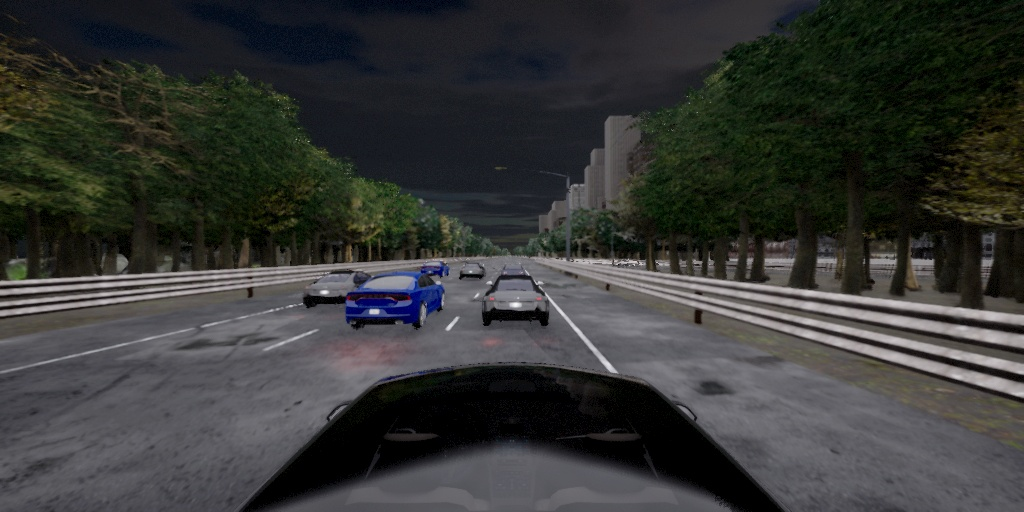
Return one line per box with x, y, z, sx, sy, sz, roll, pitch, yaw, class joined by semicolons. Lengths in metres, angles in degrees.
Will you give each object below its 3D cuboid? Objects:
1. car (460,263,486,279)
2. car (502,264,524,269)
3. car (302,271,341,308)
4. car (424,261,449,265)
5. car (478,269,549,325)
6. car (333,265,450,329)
-3.409;1.260;31.604;1.994;1.385;4.181;0;0;0;car
0.093;1.304;29.605;1.895;1.301;4.718;0;0;0;car
-6.905;1.305;15.211;1.994;1.385;4.181;0;0;0;car
-6.909;1.170;32.621;1.882;1.535;5.008;0;0;0;car
0.100;1.310;11.840;1.994;1.385;4.181;0;0;0;car
-3.403;1.224;11.338;1.882;1.535;5.008;0;0;0;car
